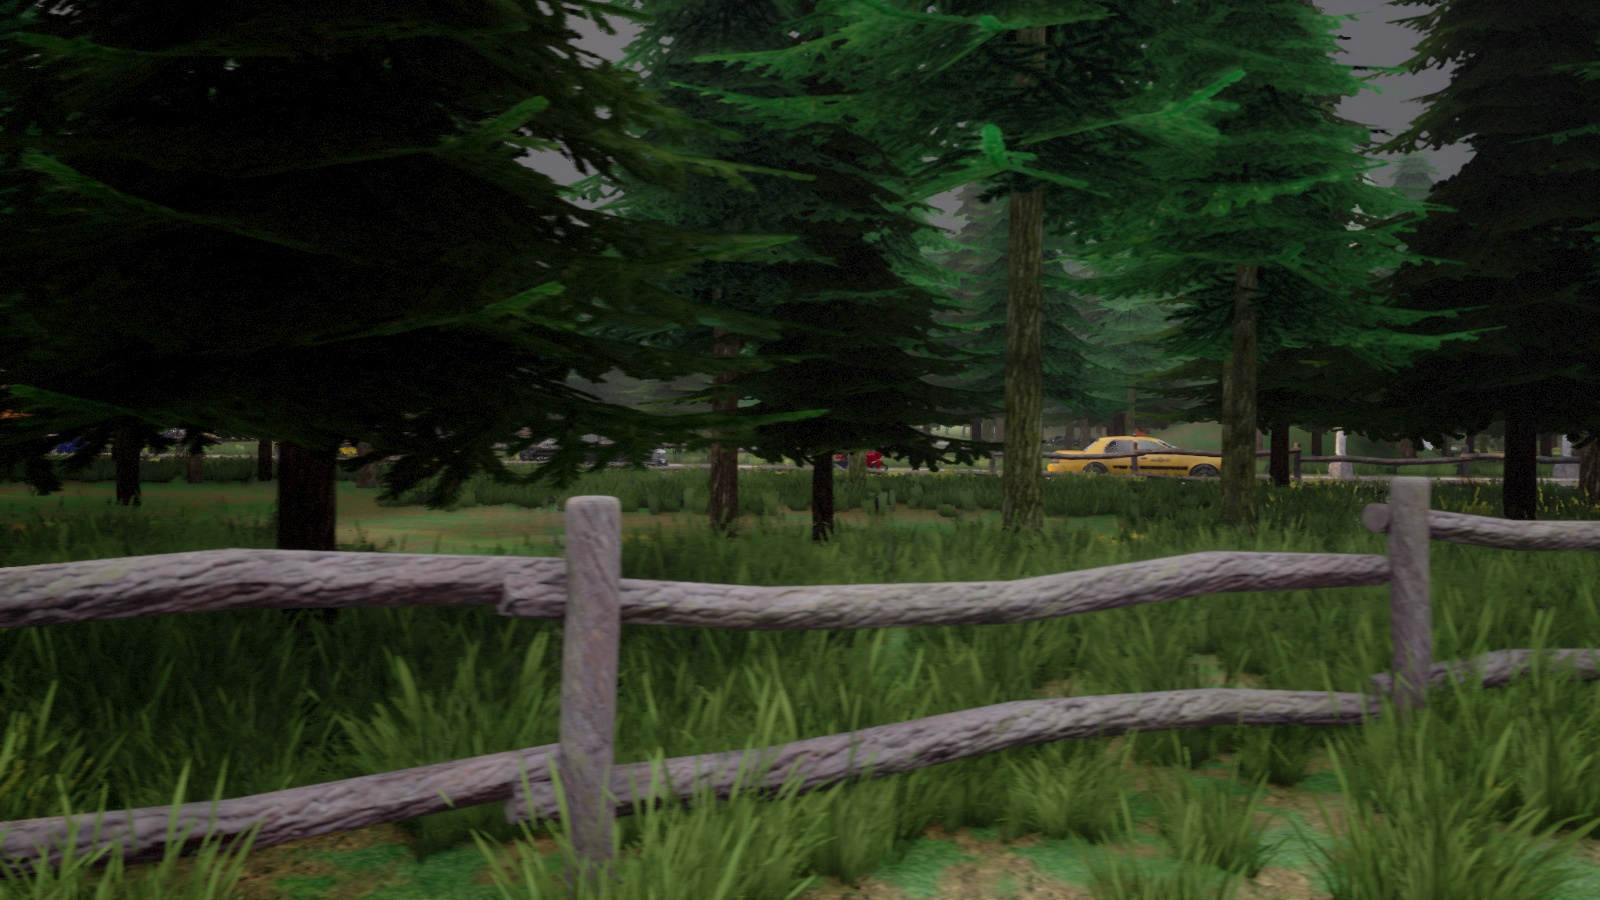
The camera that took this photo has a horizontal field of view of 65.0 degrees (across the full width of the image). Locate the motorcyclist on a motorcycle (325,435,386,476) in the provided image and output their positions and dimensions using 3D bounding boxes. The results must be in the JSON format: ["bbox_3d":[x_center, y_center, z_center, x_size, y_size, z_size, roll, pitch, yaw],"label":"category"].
[{"bbox_3d":[-16.647,0.201,47.071,2.044,1.523,0.797,0,1,16],"label":"motorcyclist on a motorcycle"}]

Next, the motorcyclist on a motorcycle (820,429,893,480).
[{"bbox_3d":[1.712,0.143,38.045,2.044,1.523,0.797,-1,1,16],"label":"motorcyclist on a motorcycle"}]

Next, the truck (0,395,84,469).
[{"bbox_3d":[-42.189,-0.926,65.927,2.891,3.827,8.468,-1,1,14],"label":"truck"}]

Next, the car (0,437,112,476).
[{"bbox_3d":[-31.025,0.281,51.569,5.008,1.535,1.882,0,1,18],"label":"car"}]

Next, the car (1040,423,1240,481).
[{"bbox_3d":[9.629,0.048,35.719,5.366,1.575,1.801,0,1,16],"label":"car"}]

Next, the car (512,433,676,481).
[{"bbox_3d":[-6.634,0.219,40.506,4.892,1.490,1.837,0,1,17],"label":"car"}]
